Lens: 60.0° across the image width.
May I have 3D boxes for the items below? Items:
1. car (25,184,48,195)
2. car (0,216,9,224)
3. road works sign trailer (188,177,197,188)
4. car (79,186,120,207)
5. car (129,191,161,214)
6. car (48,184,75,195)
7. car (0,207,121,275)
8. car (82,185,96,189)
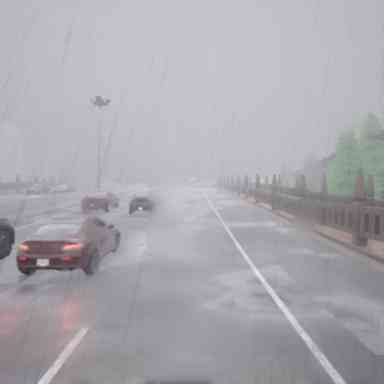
[{"bbox_3d":[-21.053,-0.344,45.708,1.837,1.490,4.892,0,3,0],"label":"car"},{"bbox_3d":[-6.941,1.149,8.639,2.150,2.045,5.566,0,2,1],"label":"car"},{"bbox_3d":[0.050,-2.272,88.031,2.380,3.560,2.880,0,-3,0],"label":"road works sign trailer"},{"bbox_3d":[-6.919,0.630,25.622,1.882,1.535,5.008,0,3,0],"label":"car"},{"bbox_3d":[-3.426,0.710,24.622,1.837,1.490,4.892,0,3,0],"label":"car"},{"bbox_3d":[-17.554,-0.323,45.743,1.812,1.442,4.674,0,3,0],"label":"car"},{"bbox_3d":[-3.431,1.412,9.992,1.812,1.442,4.674,0,1,0],"label":"car"},{"bbox_3d":[-14.055,-0.290,45.872,1.994,1.385,4.181,0,3,0],"label":"car"}]
